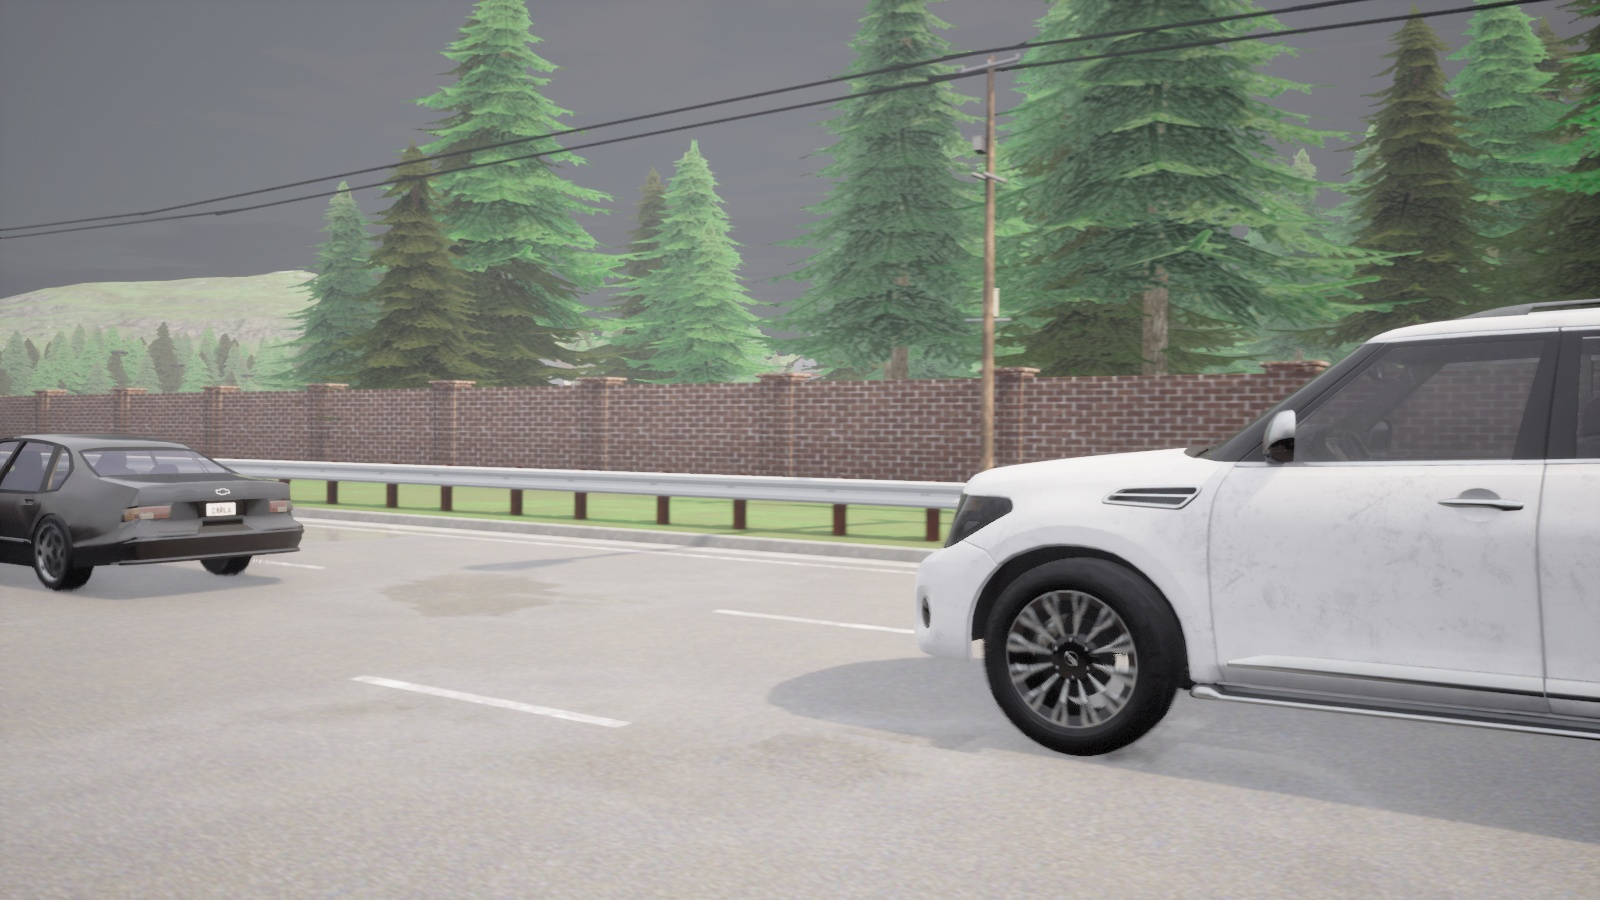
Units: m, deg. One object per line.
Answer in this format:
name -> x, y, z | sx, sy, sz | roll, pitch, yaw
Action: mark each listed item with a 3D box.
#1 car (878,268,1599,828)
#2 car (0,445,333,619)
car -> 3.310, 0.344, 5.621 | 5.566, 2.045, 2.150 | 0, 1, 34
car -> -7.279, 0.672, 12.662 | 5.357, 1.411, 2.033 | 0, 1, 34
